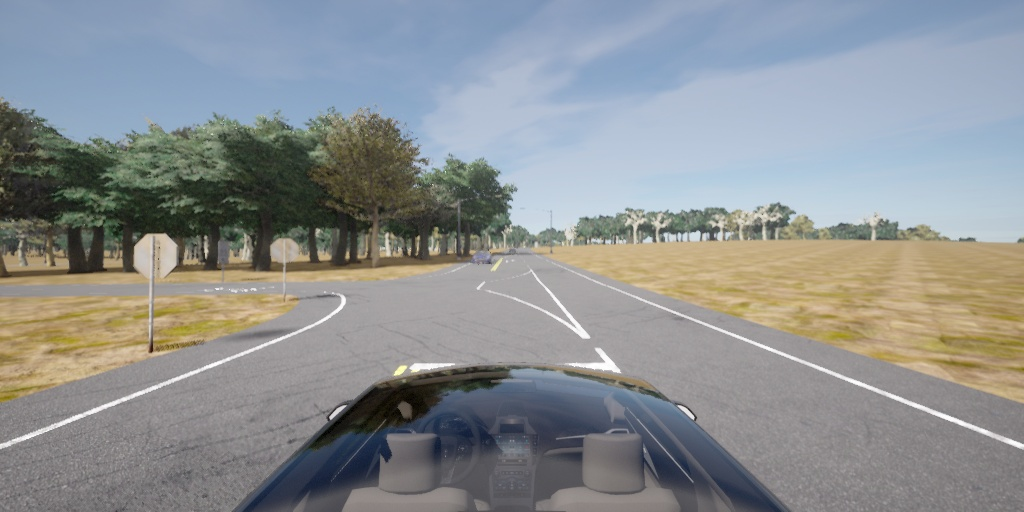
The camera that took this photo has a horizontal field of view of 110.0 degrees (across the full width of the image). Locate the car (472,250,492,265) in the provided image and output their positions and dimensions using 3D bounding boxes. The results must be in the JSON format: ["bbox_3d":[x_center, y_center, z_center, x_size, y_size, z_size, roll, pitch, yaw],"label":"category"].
[{"bbox_3d":[-3.528,0.096,42.750,2.097,1.767,4.553,0,2,0],"label":"car"}]
